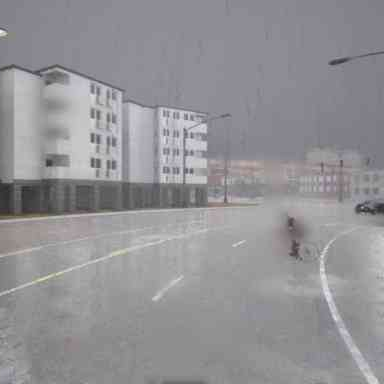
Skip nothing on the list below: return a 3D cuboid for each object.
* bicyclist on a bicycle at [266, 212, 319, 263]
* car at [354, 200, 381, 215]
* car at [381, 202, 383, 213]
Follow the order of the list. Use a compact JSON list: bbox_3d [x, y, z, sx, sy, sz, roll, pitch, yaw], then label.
[{"bbox_3d":[3.174,1.452,10.645,1.656,1.620,0.582,-2,-1,23],"label":"bicyclist on a bicycle"},{"bbox_3d":[18.804,1.564,34.506,4.181,1.385,1.994,0,0,-33],"label":"car"},{"bbox_3d":[20.223,1.504,31.247,4.892,1.490,1.837,0,0,-34],"label":"car"}]
